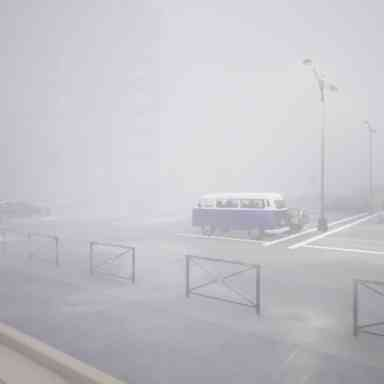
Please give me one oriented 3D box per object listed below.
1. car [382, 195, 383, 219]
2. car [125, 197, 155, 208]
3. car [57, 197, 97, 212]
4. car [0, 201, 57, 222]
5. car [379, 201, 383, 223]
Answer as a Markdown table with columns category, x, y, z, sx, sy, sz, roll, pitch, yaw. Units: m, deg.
| category | x | y | z | sx | sy | sz | roll | pitch | yaw |
| --- | --- | --- | --- | --- | --- | --- | --- | --- | --- |
| car | 17.273 | 1.153 | 25.464 | 4.605 | 1.855 | 1.932 | 0 | 0 | 36 |
| car | -7.266 | 1.421 | 46.784 | 2.128 | 1.511 | 4.902 | 0 | 0 | 36 |
| car | -13.341 | 1.408 | 38.352 | 1.882 | 1.535 | 5.008 | 0 | 0 | 36 |
| car | -13.439 | 1.438 | 25.869 | 1.837 | 1.490 | 4.892 | 0 | 0 | 36 |
| car | 14.024 | 1.395 | 20.929 | 3.806 | 1.475 | 1.970 | 0 | 0 | 36 |
